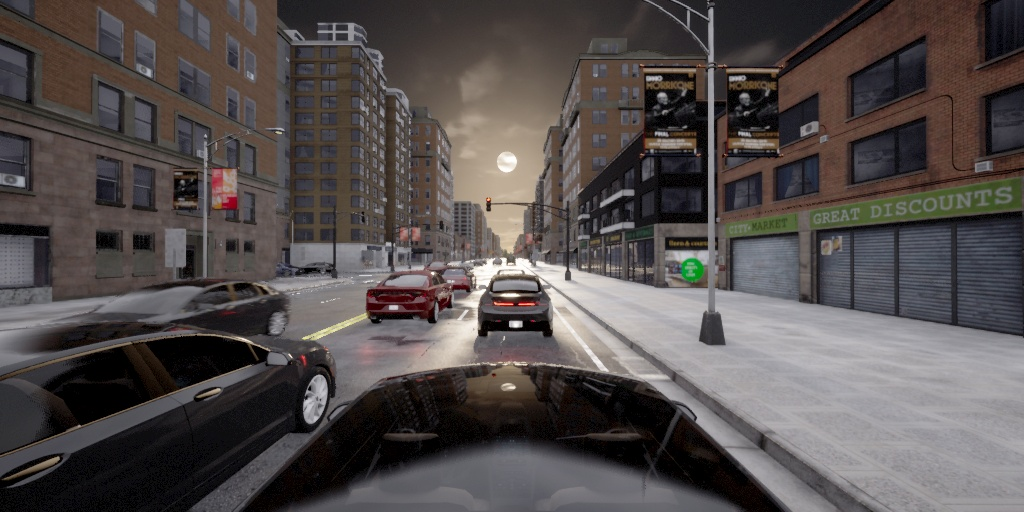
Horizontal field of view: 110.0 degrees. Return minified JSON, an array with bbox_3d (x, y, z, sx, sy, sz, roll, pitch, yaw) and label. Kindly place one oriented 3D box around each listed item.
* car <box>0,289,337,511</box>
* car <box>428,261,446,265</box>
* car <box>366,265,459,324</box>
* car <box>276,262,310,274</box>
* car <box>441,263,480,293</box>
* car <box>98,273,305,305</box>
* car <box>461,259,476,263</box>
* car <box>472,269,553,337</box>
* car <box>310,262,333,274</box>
[{"bbox_3d":[-3.152,1.255,2.648,1.837,1.490,4.892,0,0,0],"label":"car"},{"bbox_3d":[-6.685,1.235,32.076,1.882,1.535,5.008,0,0,0],"label":"car"},{"bbox_3d":[-3.179,1.229,12.083,1.882,1.535,5.008,0,0,0],"label":"car"},{"bbox_3d":[-22.726,1.315,35.224,4.181,1.385,1.994,0,0,0],"label":"car"},{"bbox_3d":[-3.199,1.317,20.977,1.994,1.385,4.181,0,0,-1],"label":"car"},{"bbox_3d":[-6.615,1.257,7.335,1.837,1.490,4.892,0,0,0],"label":"car"},{"bbox_3d":[-6.735,1.371,52.074,1.895,1.301,4.718,0,0,0],"label":"car"},{"bbox_3d":[0.077,1.256,10.329,1.837,1.490,4.892,0,0,0],"label":"car"},{"bbox_3d":[-22.256,1.347,40.704,4.313,1.339,1.948,0,0,0],"label":"car"}]
